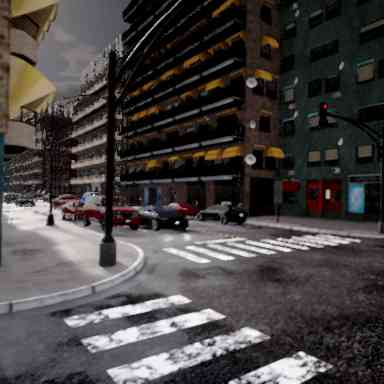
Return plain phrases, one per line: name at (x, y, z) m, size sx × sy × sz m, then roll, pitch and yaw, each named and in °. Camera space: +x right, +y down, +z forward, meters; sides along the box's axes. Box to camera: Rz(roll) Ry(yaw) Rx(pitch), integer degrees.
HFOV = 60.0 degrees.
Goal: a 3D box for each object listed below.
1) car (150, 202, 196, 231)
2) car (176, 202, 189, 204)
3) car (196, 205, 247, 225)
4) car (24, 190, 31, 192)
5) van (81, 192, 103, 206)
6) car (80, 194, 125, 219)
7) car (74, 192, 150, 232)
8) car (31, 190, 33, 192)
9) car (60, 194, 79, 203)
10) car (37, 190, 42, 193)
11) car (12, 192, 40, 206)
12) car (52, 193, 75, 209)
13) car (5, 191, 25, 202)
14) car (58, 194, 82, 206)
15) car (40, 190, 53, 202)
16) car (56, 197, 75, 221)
car at (-1.953, 1.461, 19.686) m, size 1.994 × 1.385 × 4.181 m, roll 1°, pitch 0°, yaw -36°
car at (-1.135, 1.509, 28.529) m, size 1.802 × 1.307 × 4.206 m, roll 2°, pitch -1°, yaw -35°
car at (2.101, 1.568, 23.994) m, size 1.947 × 1.339 × 4.313 m, roll 2°, pitch -1°, yaw -35°
car at (-40.055, 0.558, 83.085) m, size 1.752 × 1.417 × 4.829 m, roll 2°, pitch -1°, yaw -35°
van at (-14.069, 0.970, 46.671) m, size 1.690 × 1.788 × 3.998 m, roll 2°, pitch -1°, yaw -35°
car at (-7.480, 1.121, 27.448) m, size 2.097 × 1.767 × 4.553 m, roll 1°, pitch 0°, yaw -36°
car at (-4.732, 1.143, 19.161) m, size 2.192 × 1.841 × 5.009 m, roll 3°, pitch -1°, yaw -35°
car at (-33.478, 0.498, 73.879) m, size 2.192 × 1.841 × 5.009 m, roll 2°, pitch -1°, yaw -35°
car at (-20.545, 1.024, 55.738) m, size 1.887 × 1.381 × 4.507 m, roll 2°, pitch -1°, yaw -35°
car at (-30.243, 0.572, 69.345) m, size 2.192 × 1.841 × 5.009 m, roll 2°, pitch -1°, yaw -35°
car at (-20.918, 1.020, 41.833) m, size 1.947 × 1.339 × 4.313 m, roll 2°, pitch -1°, yaw -35°
car at (-13.456, 1.109, 35.837) m, size 1.882 × 1.535 × 5.008 m, roll 1°, pitch 0°, yaw -36°
car at (-27.388, 0.871, 50.902) m, size 1.947 × 1.339 × 4.313 m, roll 2°, pitch -1°, yaw -35°
car at (-16.956, 1.035, 46.147) m, size 1.882 × 1.535 × 5.008 m, roll 1°, pitch 0°, yaw -35°
car at (-22.948, 0.910, 54.457) m, size 2.128 × 1.511 × 4.902 m, roll 1°, pitch 0°, yaw -36°
car at (-7.976, 1.298, 23.694) m, size 1.887 × 1.381 × 4.507 m, roll 3°, pitch -1°, yaw -35°
